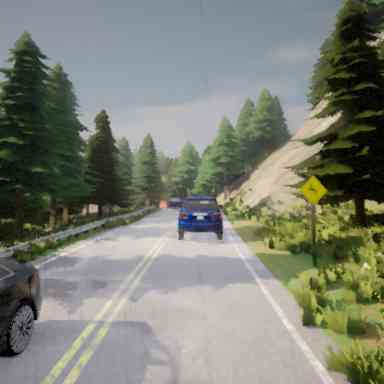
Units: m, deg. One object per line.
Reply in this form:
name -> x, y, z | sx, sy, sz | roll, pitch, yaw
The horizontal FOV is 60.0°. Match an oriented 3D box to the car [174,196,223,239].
car -> 0.448, 1.237, 17.617 | 2.150, 2.045, 5.566 | 0, 0, 2

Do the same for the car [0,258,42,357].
car -> -3.264, 1.484, 3.223 | 2.128, 1.511, 4.902 | 0, 0, 1

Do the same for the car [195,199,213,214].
car -> 1.325, 1.559, 36.670 | 1.812, 1.442, 4.674 | 0, 0, 2

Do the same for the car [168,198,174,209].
car -> -2.303, 1.502, 45.861 | 1.882, 1.535, 5.008 | 1, 0, -8
